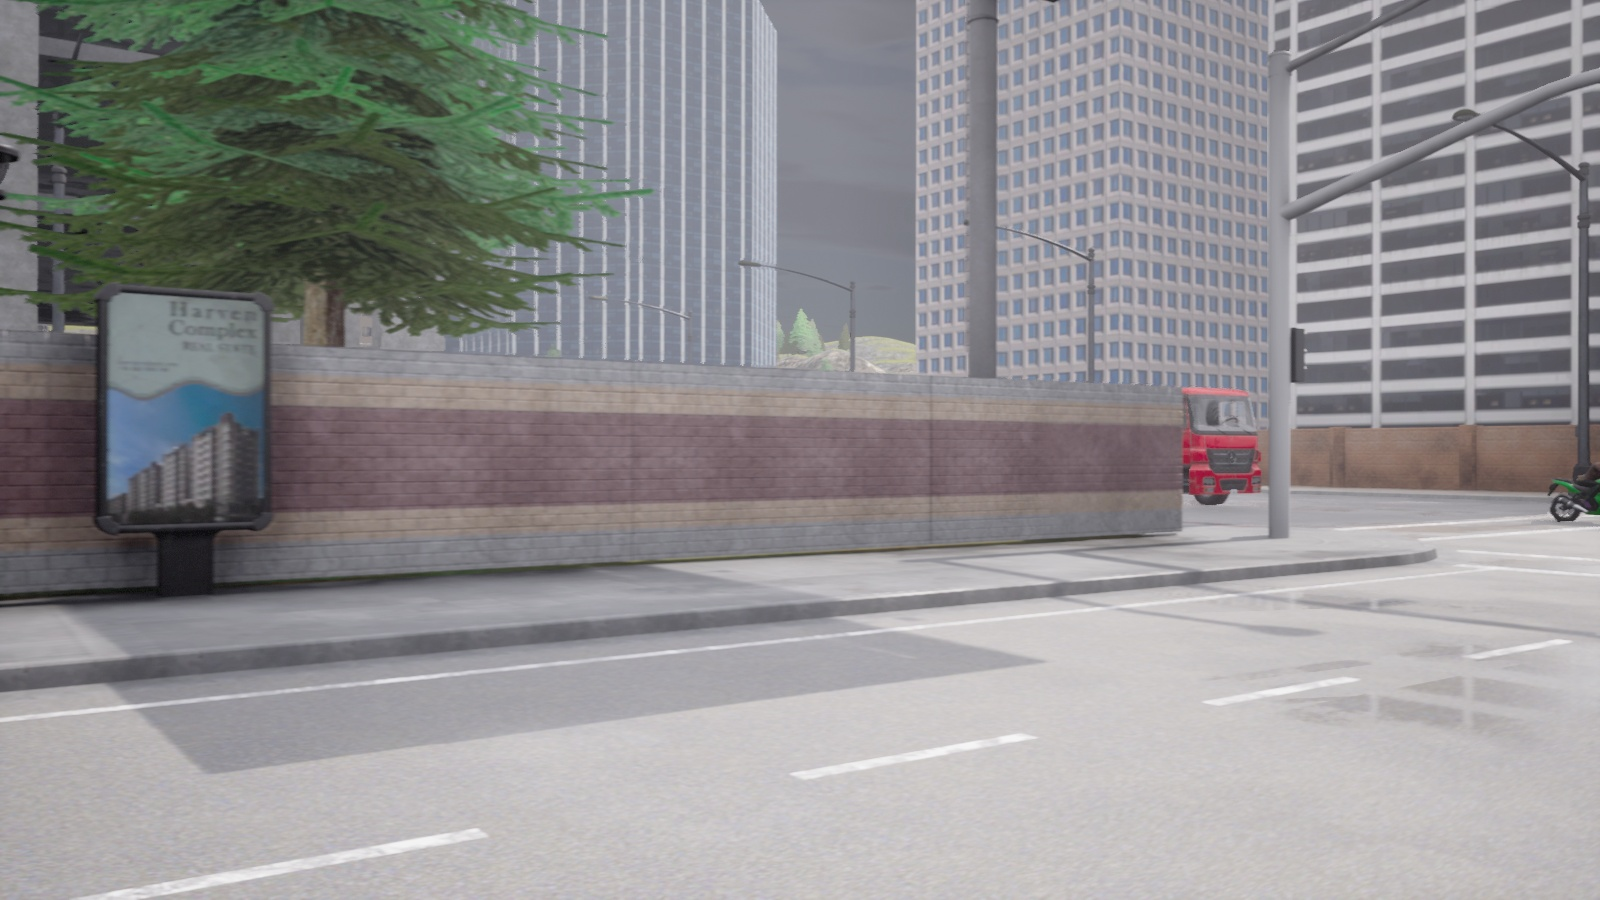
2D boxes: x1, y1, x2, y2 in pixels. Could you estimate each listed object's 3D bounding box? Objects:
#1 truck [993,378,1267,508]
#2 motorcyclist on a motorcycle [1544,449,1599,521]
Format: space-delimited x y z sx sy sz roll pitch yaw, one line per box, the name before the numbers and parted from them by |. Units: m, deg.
truck | 9.588 -0.165 37.476 2.891 3.462 7.936 0 0 -35
motorcyclist on a motorcycle | 17.204 0.756 26.870 0.797 1.523 2.044 1 -1 -41
